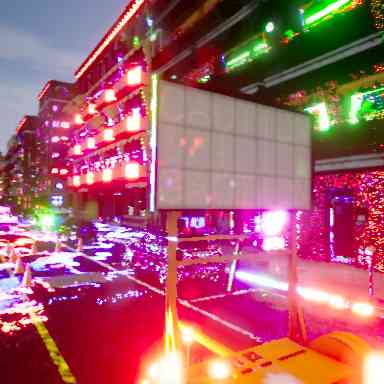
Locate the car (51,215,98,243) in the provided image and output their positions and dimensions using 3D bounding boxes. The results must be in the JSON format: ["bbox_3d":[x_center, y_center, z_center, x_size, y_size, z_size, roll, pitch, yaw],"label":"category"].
[{"bbox_3d":[-6.899,2.245,19.929,1.802,1.307,4.206,2,-3,-33],"label":"car"}]

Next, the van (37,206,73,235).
[{"bbox_3d":[-9.947,2.135,24.550,1.690,1.788,3.998,2,-3,-33],"label":"van"}]

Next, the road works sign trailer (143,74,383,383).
[{"bbox_3d":[0.469,0.632,3.983,2.380,3.560,2.880,2,-3,-33],"label":"road works sign trailer"}]

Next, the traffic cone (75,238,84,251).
[{"bbox_3d":[-5.284,2.482,15.718,0.340,0.580,0.340,2,-3,-33],"label":"traffic cone"}]

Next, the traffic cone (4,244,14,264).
[{"bbox_3d":[-6.683,2.336,12.398,0.340,0.580,0.340,2,-3,-33],"label":"traffic cone"}]

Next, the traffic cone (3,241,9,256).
[{"bbox_3d":[-7.786,2.383,14.065,0.340,0.580,0.340,2,-3,-33],"label":"traffic cone"}]

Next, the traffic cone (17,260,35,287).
[{"bbox_3d":[-4.477,2.243,9.063,0.340,0.580,0.340,2,-3,-33],"label":"traffic cone"}]

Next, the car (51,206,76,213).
[{"bbox_3d":[-26.953,3.623,69.711,4.403,1.369,2.008,1,-1,-34],"label":"car"}]

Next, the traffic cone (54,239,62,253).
[{"bbox_3d":[-6.118,2.449,15.167,0.340,0.580,0.340,2,-3,-33],"label":"traffic cone"}]

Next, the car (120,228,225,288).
[{"bbox_3d":[-0.794,1.843,10.707,1.967,1.590,4.097,2,-3,-33],"label":"car"}]

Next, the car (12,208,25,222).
[{"bbox_3d":[-19.104,2.739,38.382,2.008,1.369,4.403,2,-3,-33],"label":"car"}]

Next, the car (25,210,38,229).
[{"bbox_3d":[-13.000,2.365,29.160,1.967,1.590,4.097,2,-3,-33],"label":"car"}]

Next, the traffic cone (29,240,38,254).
[{"bbox_3d":[-6.952,2.416,14.616,0.340,0.580,0.340,2,-3,-33],"label":"traffic cone"}]

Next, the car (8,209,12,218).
[{"bbox_3d":[-25.207,3.005,47.609,2.008,1.369,4.403,2,-3,-33],"label":"car"}]

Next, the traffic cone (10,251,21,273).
[{"bbox_3d":[-5.580,2.289,10.730,0.340,0.580,0.340,2,-3,-33],"label":"traffic cone"}]
